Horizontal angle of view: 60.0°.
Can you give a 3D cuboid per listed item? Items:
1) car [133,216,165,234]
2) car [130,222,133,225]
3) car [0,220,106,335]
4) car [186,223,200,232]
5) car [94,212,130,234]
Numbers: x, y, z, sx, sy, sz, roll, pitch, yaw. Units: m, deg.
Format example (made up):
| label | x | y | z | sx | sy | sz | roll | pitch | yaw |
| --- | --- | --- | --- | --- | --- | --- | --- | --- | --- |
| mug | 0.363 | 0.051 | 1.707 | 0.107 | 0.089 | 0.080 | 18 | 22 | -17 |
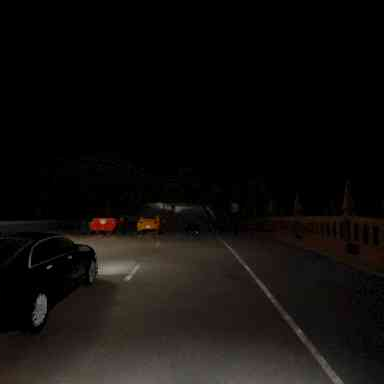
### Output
| label | x | y | z | sx | sy | sz | roll | pitch | yaw |
| --- | --- | --- | --- | --- | --- | --- | --- | --- | --- |
| car | -3.398 | 2.779 | 28.312 | 1.882 | 1.535 | 5.008 | 0 | -6 | 0 |
| car | -13.995 | 8.546 | 80.579 | 1.882 | 1.535 | 5.008 | 0 | -5 | 0 |
| car | -3.400 | 1.573 | 6.847 | 1.837 | 1.490 | 4.892 | 0 | -1 | 0 |
| car | 0.103 | 5.191 | 49.018 | 1.994 | 1.385 | 4.181 | 0 | -6 | 0 |
| car | -6.898 | 2.607 | 27.857 | 2.097 | 1.767 | 4.553 | 0 | -6 | 0 |
